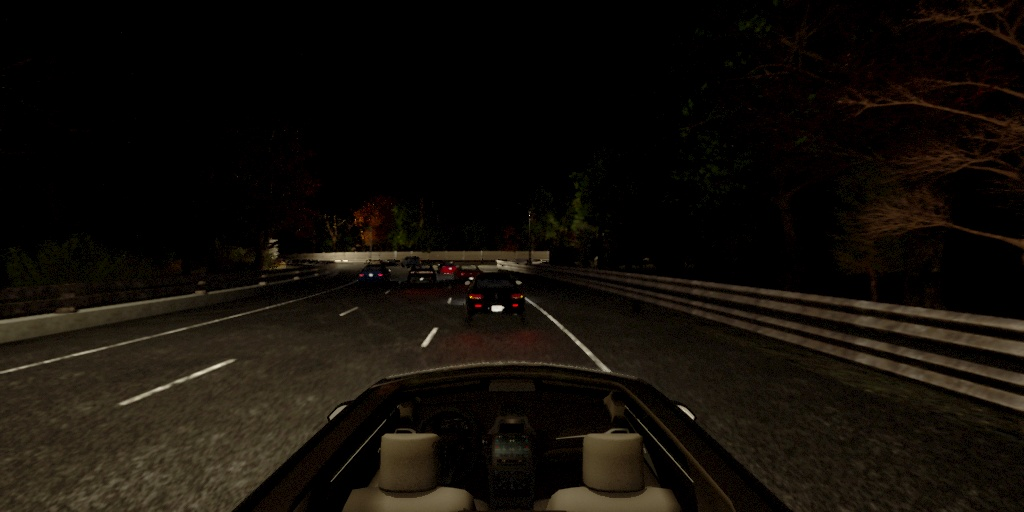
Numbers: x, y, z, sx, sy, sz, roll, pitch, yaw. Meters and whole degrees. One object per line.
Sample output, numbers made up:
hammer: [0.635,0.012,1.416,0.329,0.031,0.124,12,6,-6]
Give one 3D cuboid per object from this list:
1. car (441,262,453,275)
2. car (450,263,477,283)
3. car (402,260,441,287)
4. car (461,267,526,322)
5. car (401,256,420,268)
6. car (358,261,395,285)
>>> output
car: [-7.392,1.355,40.912,1.994,1.385,4.181,0,0,-20]
car: [-3.571,1.375,28.577,1.895,1.301,4.718,0,0,-14]
car: [-6.297,1.272,25.272,2.128,1.511,4.902,0,0,-13]
car: [-0.620,1.283,12.192,1.812,1.442,4.674,0,0,-5]
car: [-17.042,1.052,60.383,2.150,2.045,5.566,0,0,-32]
car: [-10.154,1.341,26.642,2.033,1.411,5.357,0,0,-15]
